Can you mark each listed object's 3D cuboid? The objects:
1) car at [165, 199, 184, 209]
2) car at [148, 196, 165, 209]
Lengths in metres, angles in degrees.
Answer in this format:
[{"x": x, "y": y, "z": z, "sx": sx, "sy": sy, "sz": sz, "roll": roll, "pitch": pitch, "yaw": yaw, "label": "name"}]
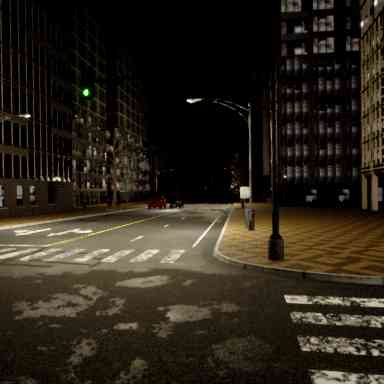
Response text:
[{"x": -2.494, "y": 1.983, "z": 54.950, "sx": 2.128, "sy": 1.511, "sz": 4.902, "roll": -1, "pitch": -1, "yaw": 8, "label": "car"}, {"x": -5.720, "y": 1.752, "z": 55.369, "sx": 2.150, "sy": 2.045, "sz": 5.566, "roll": -1, "pitch": -1, "yaw": 8, "label": "car"}]
